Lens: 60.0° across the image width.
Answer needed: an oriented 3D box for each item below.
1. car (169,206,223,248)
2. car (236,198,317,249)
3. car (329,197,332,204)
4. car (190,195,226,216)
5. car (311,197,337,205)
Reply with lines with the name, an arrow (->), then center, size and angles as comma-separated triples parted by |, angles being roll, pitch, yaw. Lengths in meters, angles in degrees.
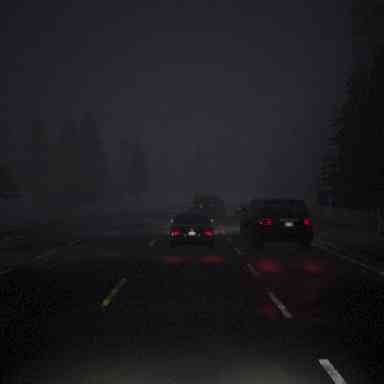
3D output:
car -> 0.000, 1.563, 14.650 | 2.033, 1.411, 5.357 | 0, 0, 0
car -> 3.500, 1.258, 14.680 | 2.150, 2.045, 5.566 | 0, 0, 0
car -> 25.805, 1.561, 58.828 | 4.892, 1.490, 1.837 | 0, 0, -18
car -> 1.447, 1.258, 29.070 | 2.150, 2.045, 5.566 | 0, 0, 16
car -> 24.729, 1.600, 62.159 | 4.181, 1.385, 1.994 | 0, 0, -18
